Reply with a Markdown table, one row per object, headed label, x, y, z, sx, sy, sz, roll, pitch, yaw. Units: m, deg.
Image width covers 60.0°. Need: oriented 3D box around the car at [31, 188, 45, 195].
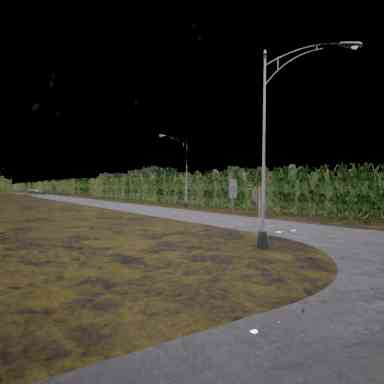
| label | x | y | z | sx | sy | sz | roll | pitch | yaw |
| --- | --- | --- | --- | --- | --- | --- | --- | --- | --- |
| car | -37.912 | -0.087 | 82.790 | 2.128 | 1.511 | 4.902 | 1 | 1 | -35 |
